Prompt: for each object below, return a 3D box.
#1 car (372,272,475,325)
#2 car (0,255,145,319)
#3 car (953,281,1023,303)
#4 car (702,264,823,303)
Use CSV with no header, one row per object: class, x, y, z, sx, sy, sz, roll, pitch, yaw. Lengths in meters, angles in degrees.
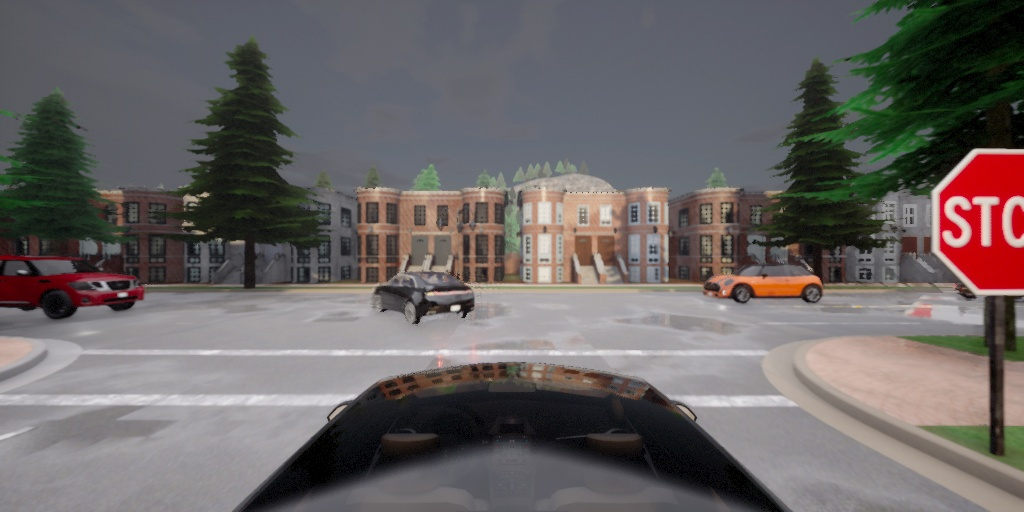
car,-3.148,1.274,12.087,2.128,1.511,4.902,1,-1,-39
car,-16.269,0.994,12.417,5.566,2.045,2.150,0,0,-1
car,23.403,1.390,16.337,4.718,1.301,1.895,0,0,0
car,11.204,1.141,16.272,4.553,1.767,2.097,0,0,0
